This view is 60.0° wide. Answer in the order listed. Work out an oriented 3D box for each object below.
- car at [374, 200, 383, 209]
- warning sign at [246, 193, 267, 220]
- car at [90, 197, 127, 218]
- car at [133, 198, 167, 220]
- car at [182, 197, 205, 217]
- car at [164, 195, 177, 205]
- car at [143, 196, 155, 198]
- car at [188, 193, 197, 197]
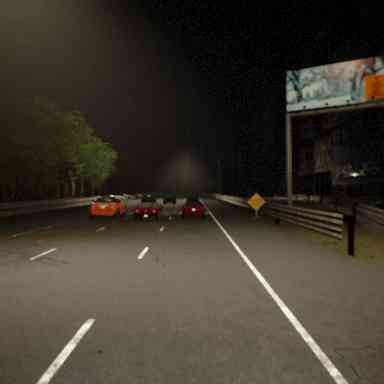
[{"bbox_3d":[16.394,1.276,27.320,1.994,1.385,4.181,0,0,15],"label":"car"},{"bbox_3d":[4.559,0.977,23.558,1.300,1.860,1.060,-1,0,0],"label":"warning sign"},{"bbox_3d":[-6.877,1.184,27.824,2.097,1.767,4.553,0,0,0],"label":"car"},{"bbox_3d":[-3.377,1.442,26.580,1.895,1.301,4.718,0,0,0],"label":"car"},{"bbox_3d":[0.125,1.389,28.859,1.994,1.385,4.181,0,0,0],"label":"car"},{"bbox_3d":[-3.413,1.202,51.569,1.812,1.442,4.674,0,0,1],"label":"car"},{"bbox_3d":[-6.904,1.236,52.480,1.994,1.385,4.181,0,0,1],"label":"car"},{"bbox_3d":[0.096,1.165,52.246,2.128,1.511,4.902,0,0,1],"label":"car"}]
